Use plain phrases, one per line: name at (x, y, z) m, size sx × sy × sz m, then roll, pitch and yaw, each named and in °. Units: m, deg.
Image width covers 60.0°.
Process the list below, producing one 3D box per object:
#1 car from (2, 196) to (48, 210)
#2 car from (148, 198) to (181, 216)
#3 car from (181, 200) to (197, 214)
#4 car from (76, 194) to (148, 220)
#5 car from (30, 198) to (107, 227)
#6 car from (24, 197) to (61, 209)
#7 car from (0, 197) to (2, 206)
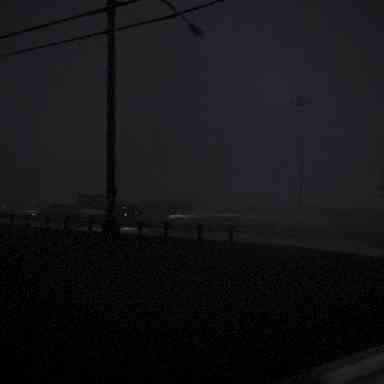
car at (-19.873, 1.301, 39.650) m, size 5.008 × 1.535 × 1.882 m, roll 0°, pitch 0°, yaw 27°
car at (-3.564, 1.479, 31.471) m, size 4.181 × 1.385 × 1.994 m, roll 0°, pitch 0°, yaw 27°
car at (-1.807, 1.409, 34.506) m, size 4.902 × 1.511 × 2.128 m, roll 0°, pitch 0°, yaw 27°
car at (-6.455, 1.139, 25.090) m, size 5.566 × 2.045 × 2.150 m, roll 0°, pitch 0°, yaw 27°
car at (-7.972, 1.393, 21.935) m, size 5.008 × 1.535 × 1.882 m, roll 0°, pitch 0°, yaw 27°
car at (-19.502, 1.343, 43.382) m, size 4.674 × 1.442 × 1.812 m, roll 0°, pitch 0°, yaw 27°
car at (-29.724, 0.980, 48.521) m, size 5.566 × 2.045 × 2.150 m, roll 1°, pitch 0°, yaw 27°
